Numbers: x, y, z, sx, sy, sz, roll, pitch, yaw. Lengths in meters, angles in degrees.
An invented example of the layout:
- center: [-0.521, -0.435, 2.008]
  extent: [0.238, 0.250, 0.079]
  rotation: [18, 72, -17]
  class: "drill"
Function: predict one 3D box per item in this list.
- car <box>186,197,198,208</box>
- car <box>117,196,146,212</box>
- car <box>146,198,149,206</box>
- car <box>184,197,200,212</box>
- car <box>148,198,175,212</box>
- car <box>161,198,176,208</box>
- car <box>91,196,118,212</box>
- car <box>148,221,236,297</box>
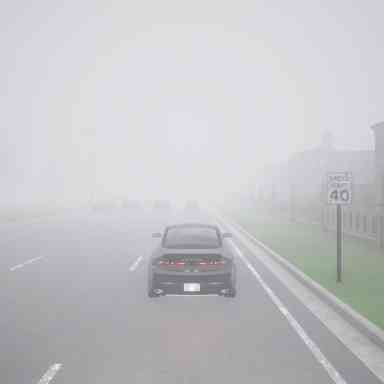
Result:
- center: [-0.002, 1.526, 49.568]
  extent: [1.812, 1.442, 4.674]
  rotation: [0, 0, 0]
  class: "car"
- center: [-7.001, 1.477, 39.148]
  extent: [1.882, 1.535, 5.008]
  rotation: [0, 0, 0]
  class: "car"
- center: [-7.002, 1.564, 49.568]
  extent: [1.994, 1.385, 4.181]
  rotation: [0, 0, 0]
  class: "car"
- center: [-0.001, 1.547, 39.148]
  extent: [2.033, 1.411, 5.357]
  rotation: [0, 0, 0]
  class: "car"
- center: [-3.501, 1.491, 39.148]
  extent: [2.128, 1.511, 4.902]
  rotation: [0, 0, 0]
  class: "car"
- center: [-3.501, 1.601, 49.622]
  extent: [1.895, 1.301, 4.718]
  rotation: [0, 0, 0]
  class: "car"
- center: [-10.501, 1.564, 39.531]
  extent: [1.994, 1.385, 4.181]
  rotation: [0, 0, 0]
  class: "car"
- center: [0.000, 1.504, 8.535]
  extent: [1.837, 1.490, 4.892]
  rotation: [0, 0, 0]
  class: "car"
